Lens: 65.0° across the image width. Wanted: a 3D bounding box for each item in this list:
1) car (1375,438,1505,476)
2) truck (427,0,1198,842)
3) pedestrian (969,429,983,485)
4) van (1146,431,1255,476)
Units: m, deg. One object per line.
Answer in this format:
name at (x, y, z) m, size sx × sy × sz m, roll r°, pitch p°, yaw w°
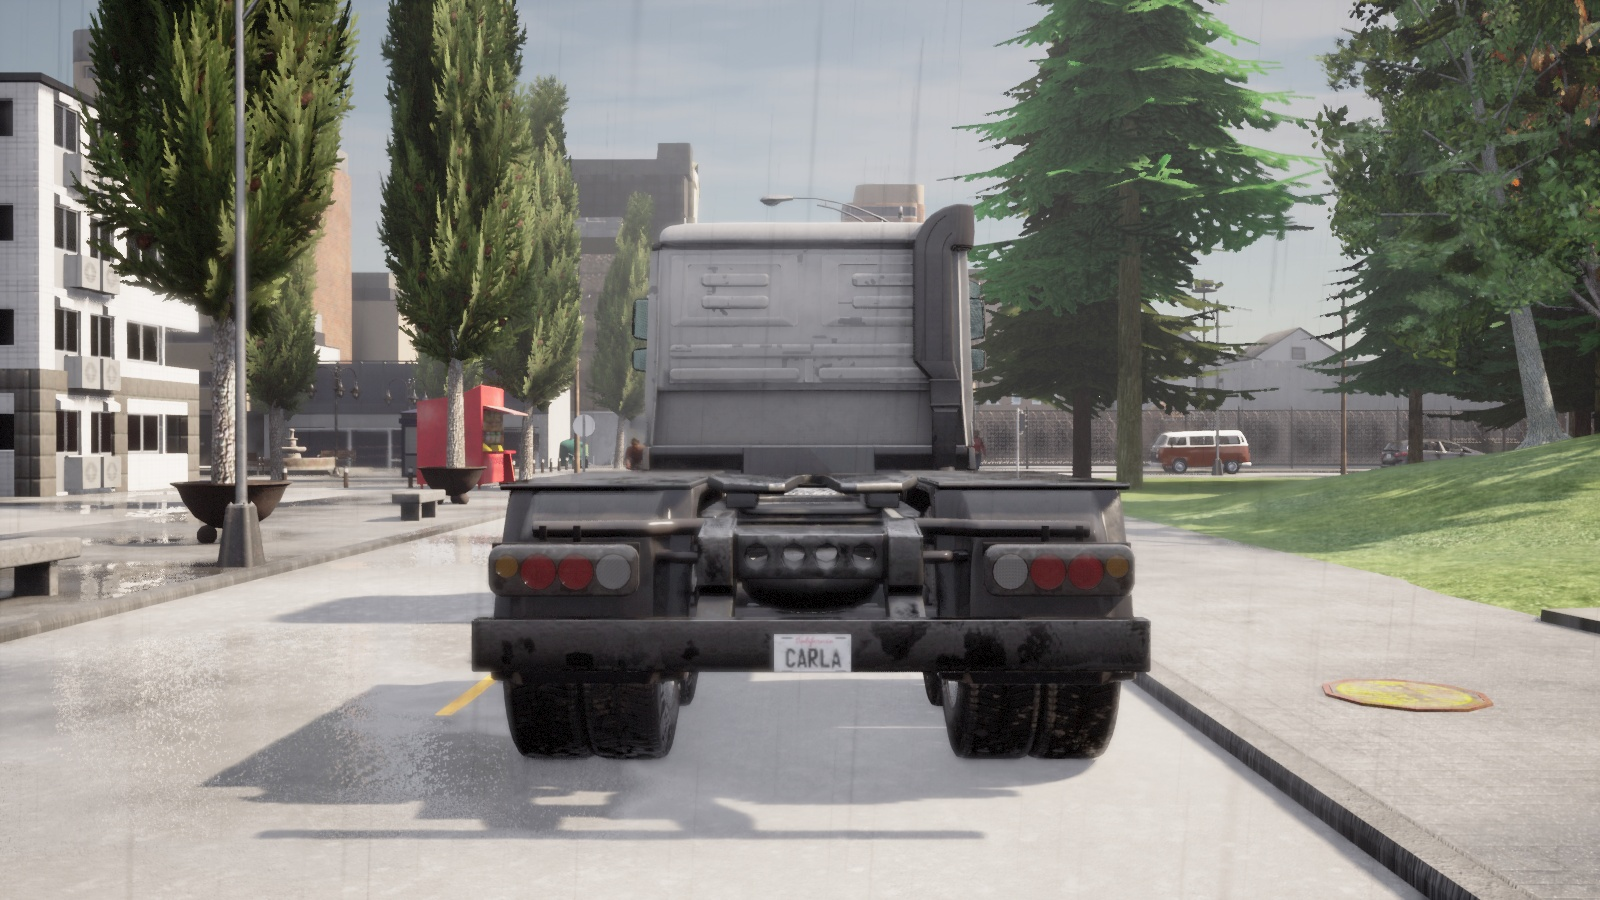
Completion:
car at (28.257, 0.300, 55.584) m, size 4.611 × 1.667 × 2.242 m, roll 0°, pitch 0°, yaw 0°
truck at (0.066, -0.284, 8.680) m, size 2.891 × 3.462 × 7.936 m, roll 0°, pitch 0°, yaw 0°
pedestrian at (5.759, 0.229, 41.124) m, size 0.331 × 1.846 × 0.636 m, roll 0°, pitch 0°, yaw -3°
van at (18.971, 0.144, 59.629) m, size 4.480 × 2.038 × 2.069 m, roll -1°, pitch 0°, yaw 0°
